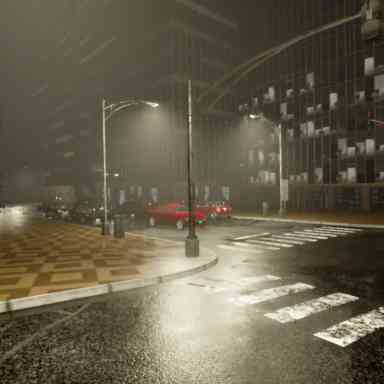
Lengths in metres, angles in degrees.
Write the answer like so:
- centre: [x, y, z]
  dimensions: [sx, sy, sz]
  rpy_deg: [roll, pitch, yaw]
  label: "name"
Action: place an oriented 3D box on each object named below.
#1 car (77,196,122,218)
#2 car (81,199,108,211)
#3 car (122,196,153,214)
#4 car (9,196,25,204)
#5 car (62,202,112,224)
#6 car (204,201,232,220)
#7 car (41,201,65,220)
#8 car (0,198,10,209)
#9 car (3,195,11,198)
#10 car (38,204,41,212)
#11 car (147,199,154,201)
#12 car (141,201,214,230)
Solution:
- centre: [-9.334, 1.425, 31.902]
  dimensions: [2.150, 2.045, 5.566]
  rpy_deg: [-2, 1, -40]
  label: "car"
- centre: [-13.380, 1.722, 45.426]
  dimensions: [1.947, 1.339, 4.313]
  rpy_deg: [-2, 1, -41]
  label: "car"
- centre: [-5.990, 1.407, 36.878]
  dimensions: [2.192, 1.841, 5.009]
  rpy_deg: [-2, 1, -41]
  label: "car"
- centre: [-39.267, 1.941, 75.325]
  dimensions: [1.947, 1.339, 4.313]
  rpy_deg: [-2, 1, -41]
  label: "car"
- centre: [-8.669, 1.798, 27.171]
  dimensions: [1.947, 1.339, 4.313]
  rpy_deg: [-2, 1, -41]
  label: "car"
- centre: [1.411, 1.468, 28.341]
  dimensions: [1.967, 1.590, 4.097]
  rpy_deg: [-2, 1, -41]
  label: "car"
- centre: [-12.364, 1.705, 31.435]
  dimensions: [1.967, 1.590, 4.097]
  rpy_deg: [-2, 1, -41]
  label: "car"
- centre: [-30.821, 2.005, 52.765]
  dimensions: [1.802, 1.307, 4.206]
  rpy_deg: [-2, 1, -41]
  label: "car"
- centre: [-42.965, 1.950, 79.597]
  dimensions: [1.887, 1.381, 4.507]
  rpy_deg: [-2, 1, -41]
  label: "car"
- centre: [-17.904, 1.839, 41.856]
  dimensions: [1.994, 1.385, 4.181]
  rpy_deg: [-2, 1, -41]
  label: "car"
- centre: [-2.285, 1.642, 32.613]
  dimensions: [1.802, 1.307, 4.206]
  rpy_deg: [-2, 1, -41]
  label: "car"
- centre: [-1.104, 1.608, 22.395]
  dimensions: [1.882, 1.535, 5.008]
  rpy_deg: [-2, 1, -41]
  label: "car"
